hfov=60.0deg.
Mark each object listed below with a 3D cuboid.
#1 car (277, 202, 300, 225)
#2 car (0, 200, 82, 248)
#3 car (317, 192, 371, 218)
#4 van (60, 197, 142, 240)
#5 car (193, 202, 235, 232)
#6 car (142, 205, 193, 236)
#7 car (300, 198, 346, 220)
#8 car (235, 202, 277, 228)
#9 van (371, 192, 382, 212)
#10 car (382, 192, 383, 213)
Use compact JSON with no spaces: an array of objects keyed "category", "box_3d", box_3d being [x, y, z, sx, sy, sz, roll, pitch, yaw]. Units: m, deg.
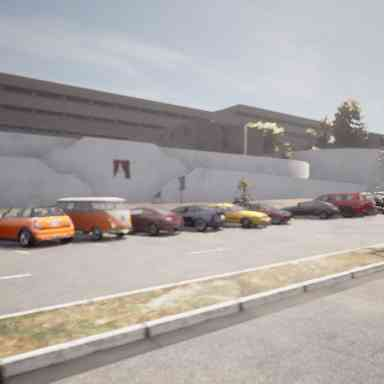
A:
[{"category":"car","box_3d":[4.748,1.473,23.633,4.792,1.488,2.163,-1,-1,35]},{"category":"car","box_3d":[-7.415,1.371,14.977,4.553,1.767,2.185,-1,-1,35]},{"category":"car","box_3d":[11.986,1.107,28.855,5.566,2.045,2.435,-1,0,35]},{"category":"van","box_3d":[-4.903,1.270,16.669,4.442,1.987,1.878,-1,-1,35]},{"category":"car","box_3d":[-0.169,1.512,20.200,4.792,1.488,2.163,-1,0,35]},{"category":"car","box_3d":[-2.572,1.529,18.451,4.674,1.452,2.002,-1,0,35]},{"category":"car","box_3d":[9.588,1.429,27.107,4.674,1.452,2.002,-1,0,35]},{"category":"car","box_3d":[2.447,1.458,21.818,5.366,1.575,1.946,-1,-1,35]},{"category":"van","box_3d":[14.544,1.093,30.510,4.442,1.987,1.878,-1,-1,35]},{"category":"car","box_3d":[16.901,1.032,32.290,5.566,2.045,2.435,-1,-1,35]}]
